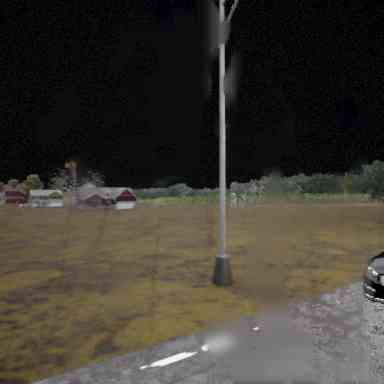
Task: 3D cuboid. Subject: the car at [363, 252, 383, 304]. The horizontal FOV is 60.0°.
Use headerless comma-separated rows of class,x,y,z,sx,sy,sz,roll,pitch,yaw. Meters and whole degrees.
car,5.502,1.454,6.968,4.902,1.511,2.128,0,0,-35
